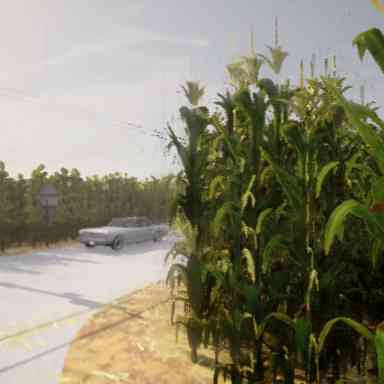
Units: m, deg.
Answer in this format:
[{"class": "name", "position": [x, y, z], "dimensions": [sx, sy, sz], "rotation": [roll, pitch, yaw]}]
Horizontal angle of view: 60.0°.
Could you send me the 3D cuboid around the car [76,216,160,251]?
[{"class": "car", "position": [-3.122, 1.867, 15.892], "dimensions": [1.895, 1.301, 4.718], "rotation": [-1, -1, 30]}]
